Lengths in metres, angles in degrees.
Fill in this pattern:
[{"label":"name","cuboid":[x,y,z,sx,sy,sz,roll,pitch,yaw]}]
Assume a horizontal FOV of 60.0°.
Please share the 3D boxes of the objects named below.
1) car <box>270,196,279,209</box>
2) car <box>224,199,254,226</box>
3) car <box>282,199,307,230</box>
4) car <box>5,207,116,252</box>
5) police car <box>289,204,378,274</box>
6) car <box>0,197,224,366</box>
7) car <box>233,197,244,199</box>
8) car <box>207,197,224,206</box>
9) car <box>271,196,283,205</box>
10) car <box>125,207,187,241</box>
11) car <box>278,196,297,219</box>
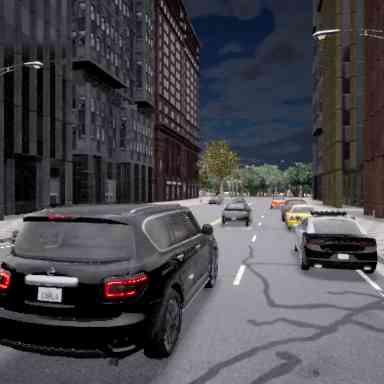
[{"label":"car","cuboid":[11.701,1.348,44.983,2.097,1.767,4.553,0,0,14]},{"label":"car","cuboid":[3.269,1.491,23.623,2.128,1.511,4.902,0,0,14]},{"label":"car","cuboid":[6.802,1.454,20.688,1.801,1.575,5.366,0,0,14]},{"label":"car","cuboid":[-5.643,1.547,15.308,2.033,1.411,5.357,0,0,14]},{"label":"police car","cuboid":[4.424,1.425,10.892,1.930,1.638,5.238,0,0,14]},{"label":"car","cuboid":[-0.937,1.222,6.285,2.150,2.045,5.566,0,0,14]},{"label":"car","cuboid":[8.294,1.558,58.859,1.994,1.385,4.181,0,0,14]},{"label":"car","cuboid":[3.927,1.541,54.722,2.033,1.411,5.357,0,0,14]},{"label":"car","cuboid":[15.326,1.540,59.948,2.033,1.411,5.357,0,0,14]},{"label":"car","cuboid":[-1.727,1.563,17.664,1.994,1.385,4.181,0,0,14]},{"label":"car","cuboid":[8.165,1.350,26.305,2.097,1.767,4.553,0,0,14]}]
